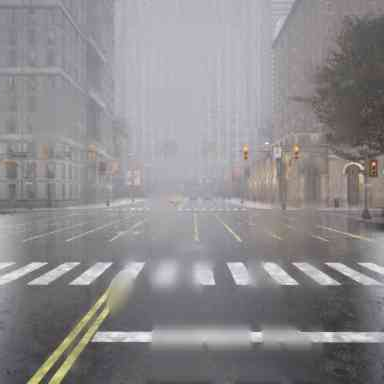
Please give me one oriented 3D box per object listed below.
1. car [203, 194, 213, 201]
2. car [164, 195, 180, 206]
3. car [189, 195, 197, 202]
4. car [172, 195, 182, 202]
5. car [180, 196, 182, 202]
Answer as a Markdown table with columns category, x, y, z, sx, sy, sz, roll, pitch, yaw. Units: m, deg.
| category | x | y | z | sx | sy | sz | roll | pitch | yaw |
| --- | --- | --- | --- | --- | --- | --- | --- | --- | --- |
| car | 3.736 | 1.280 | 78.489 | 2.097 | 1.767 | 4.553 | 0 | 0 | 1 |
| car | -3.546 | 1.478 | 55.510 | 1.882 | 1.535 | 5.008 | 0 | 0 | 0 |
| car | 0.236 | 1.449 | 78.556 | 2.128 | 1.511 | 4.902 | 0 | 0 | 1 |
| car | -3.303 | 1.478 | 75.044 | 1.882 | 1.535 | 5.008 | 0 | 0 | 1 |
| car | -3.464 | 1.478 | 64.819 | 1.882 | 1.535 | 5.008 | 0 | 0 | 1 |
